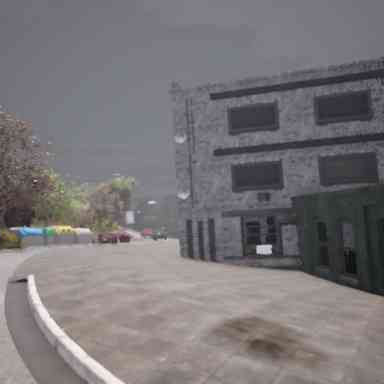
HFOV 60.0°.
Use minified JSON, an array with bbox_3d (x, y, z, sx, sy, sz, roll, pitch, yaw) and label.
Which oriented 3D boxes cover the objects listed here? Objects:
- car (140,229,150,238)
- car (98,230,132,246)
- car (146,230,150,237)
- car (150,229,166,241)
[{"bbox_3d":[-11.054,9.947,80.727,2.150,2.045,5.566,-2,-4,-20],"label":"car"},{"bbox_3d":[-7.720,4.595,33.858,1.882,1.535,5.008,-4,-8,12],"label":"car"},{"bbox_3d":[-7.707,9.299,70.595,2.033,1.411,5.357,-2,-5,-18],"label":"car"},{"bbox_3d":[-5.671,7.452,58.046,2.150,2.045,5.566,-3,-7,-4],"label":"car"}]
